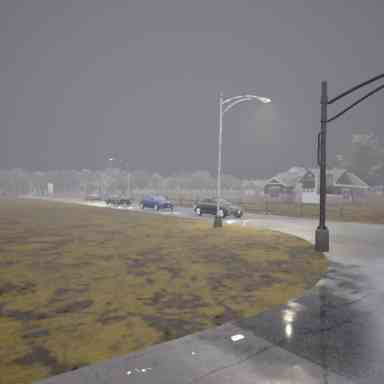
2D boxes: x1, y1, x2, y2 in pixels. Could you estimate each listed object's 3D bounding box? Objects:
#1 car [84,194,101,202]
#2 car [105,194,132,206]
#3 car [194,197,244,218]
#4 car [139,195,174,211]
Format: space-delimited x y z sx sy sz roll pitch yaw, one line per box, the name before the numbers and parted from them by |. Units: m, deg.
car | -18.193 1.006 61.145 2.033 1.411 5.357 2 -1 -35
car | -9.526 1.108 42.775 1.895 1.301 4.718 2 -1 -35
car | 2.061 1.226 26.476 1.837 1.490 4.892 2 0 -35
car | -3.735 1.083 34.622 1.882 1.535 5.008 2 0 -36
